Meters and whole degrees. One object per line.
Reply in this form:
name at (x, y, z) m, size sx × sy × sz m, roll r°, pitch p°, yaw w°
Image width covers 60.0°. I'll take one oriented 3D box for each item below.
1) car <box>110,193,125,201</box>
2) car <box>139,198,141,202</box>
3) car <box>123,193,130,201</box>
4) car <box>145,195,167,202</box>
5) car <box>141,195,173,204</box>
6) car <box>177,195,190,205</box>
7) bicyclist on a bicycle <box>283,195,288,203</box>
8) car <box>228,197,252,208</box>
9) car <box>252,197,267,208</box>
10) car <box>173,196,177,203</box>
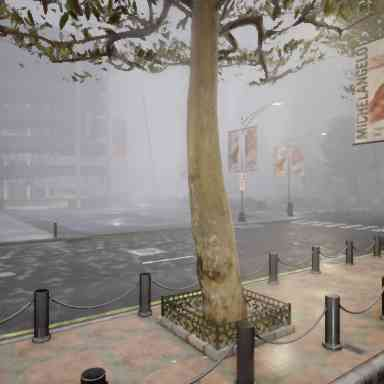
car at (-18.867, 1.545, 77.822) m, size 4.718 × 1.301 × 1.895 m, roll 0°, pitch 0°, yaw 11°
car at (-9.589, 1.524, 74.201) m, size 4.674 × 1.442 × 1.812 m, roll 0°, pitch 0°, yaw 26°
car at (-17.935, 1.165, 81.196) m, size 5.566 × 2.045 × 2.150 m, roll 0°, pitch 0°, yaw 11°
car at (-8.377, 1.525, 77.501) m, size 4.902 × 1.511 × 2.128 m, roll 0°, pitch 0°, yaw 26°
car at (-6.685, 1.547, 63.376) m, size 5.357 × 1.411 × 2.033 m, roll 0°, pitch 0°, yaw 41°
car at (0.140, 1.352, 55.523) m, size 2.097 × 1.767 × 4.553 m, roll 0°, pitch 0°, yaw -38°
bicyclist on a bicycle at (17.527, 1.300, 62.337) m, size 1.656 × 1.620 × 0.582 m, roll 0°, pitch 0°, yaw -36°
car at (5.626, 1.547, 48.119) m, size 2.033 × 1.411 × 5.357 m, roll 0°, pitch 0°, yaw -36°
car at (8.932, 1.477, 49.510) m, size 1.882 × 1.535 × 5.008 m, roll 0°, pitch 0°, yaw -37°
car at (-3.275, 1.491, 64.969) m, size 4.902 × 1.511 × 2.128 m, roll 0°, pitch 0°, yaw 44°
